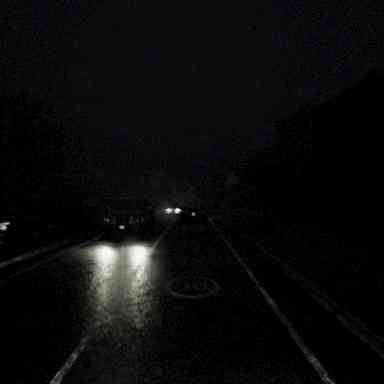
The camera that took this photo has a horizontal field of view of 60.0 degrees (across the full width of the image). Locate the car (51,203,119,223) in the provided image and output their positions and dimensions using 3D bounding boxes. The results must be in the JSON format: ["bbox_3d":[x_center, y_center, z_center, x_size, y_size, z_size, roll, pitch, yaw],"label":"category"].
[{"bbox_3d":[-8.827,1.720,27.756,4.892,1.521,2.231,0,-1,0],"label":"car"}]

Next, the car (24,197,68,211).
[{"bbox_3d":[-21.898,1.778,49.947,5.566,2.045,2.435,0,-1,0],"label":"car"}]

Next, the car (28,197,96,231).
[{"bbox_3d":[-8.861,1.361,19.351,5.566,2.045,2.435,0,-1,0],"label":"car"}]

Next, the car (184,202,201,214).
[{"bbox_3d":[0.097,2.004,43.166,2.033,1.411,5.357,0,-1,0],"label":"car"}]

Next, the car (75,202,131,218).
[{"bbox_3d":[-8.830,1.792,33.362,5.008,1.535,2.097,0,-1,0],"label":"car"}]

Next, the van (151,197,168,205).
[{"bbox_3d":[-8.996,2.492,92.224,4.442,1.987,1.878,0,-1,0],"label":"van"}]

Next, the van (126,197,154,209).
[{"bbox_3d":[-8.735,1.897,55.786,4.442,1.987,1.878,0,-1,0],"label":"van"}]

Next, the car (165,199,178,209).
[{"bbox_3d":[-3.261,2.306,59.174,1.895,1.301,4.718,0,-1,1],"label":"car"}]

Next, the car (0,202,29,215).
[{"bbox_3d":[-21.948,1.895,38.806,4.792,1.488,2.163,0,-1,0],"label":"car"}]

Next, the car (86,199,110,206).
[{"bbox_3d":[-21.954,2.485,77.824,4.892,1.521,2.231,0,-1,0],"label":"car"}]

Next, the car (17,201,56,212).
[{"bbox_3d":[-21.922,2.023,47.035,4.674,1.452,2.002,0,-1,0],"label":"car"}]

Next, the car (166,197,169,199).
[{"bbox_3d":[-8.840,2.237,78.210,5.566,2.045,2.435,0,-1,0],"label":"car"}]

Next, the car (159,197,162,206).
[{"bbox_3d":[-8.853,2.260,64.191,5.008,1.535,2.097,0,-1,0],"label":"car"}]

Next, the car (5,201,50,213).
[{"bbox_3d":[-21.918,1.944,44.375,5.008,1.535,2.097,0,-1,0],"label":"car"}]

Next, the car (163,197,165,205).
[{"bbox_3d":[-8.833,2.272,72.602,4.553,1.767,2.185,0,-1,0],"label":"car"}]

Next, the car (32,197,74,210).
[{"bbox_3d":[-21.901,1.821,52.609,5.566,2.045,2.435,0,-1,0],"label":"car"}]

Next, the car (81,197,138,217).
[{"bbox_3d":[-8.866,1.578,36.169,5.566,2.045,2.435,0,-1,0],"label":"car"}]

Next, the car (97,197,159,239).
[{"bbox_3d":[-3.339,1.357,18.611,2.150,2.045,5.566,0,-1,0],"label":"car"}]

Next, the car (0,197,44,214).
[{"bbox_3d":[-21.893,1.652,41.593,5.566,2.045,2.435,0,-1,0],"label":"car"}]

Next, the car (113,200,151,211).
[{"bbox_3d":[-9.033,2.028,50.177,5.366,1.575,1.946,0,-1,0],"label":"car"}]

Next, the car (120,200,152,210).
[{"bbox_3d":[-8.879,2.107,52.979,4.792,1.488,2.163,0,-1,0],"label":"car"}]

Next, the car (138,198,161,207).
[{"bbox_3d":[-8.893,2.226,69.799,4.553,1.767,2.185,0,-1,0],"label":"car"}]

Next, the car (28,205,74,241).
[{"bbox_3d":[-8.840,1.580,16.543,4.892,1.521,2.231,0,-1,0],"label":"car"}]

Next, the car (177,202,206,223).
[{"bbox_3d":[0.115,1.757,27.837,2.163,1.488,4.792,0,-1,0],"label":"car"}]

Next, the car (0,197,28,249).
[{"bbox_3d":[-8.868,1.275,10.941,5.566,2.045,2.435,0,-1,0],"label":"car"}]

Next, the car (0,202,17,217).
[{"bbox_3d":[-21.887,1.858,36.021,4.792,1.488,2.163,0,-1,0],"label":"car"}]

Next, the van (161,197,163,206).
[{"bbox_3d":[-8.744,2.080,66.998,4.442,1.987,1.878,0,-1,0],"label":"van"}]

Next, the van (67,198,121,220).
[{"bbox_3d":[-8.950,1.530,30.561,4.442,1.987,1.878,0,-1,0],"label":"van"}]

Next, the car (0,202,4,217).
[{"bbox_3d":[-21.909,1.792,33.237,5.008,1.535,2.097,0,-1,0],"label":"car"}]

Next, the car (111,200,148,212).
[{"bbox_3d":[-8.840,1.987,47.377,5.008,1.535,2.097,0,-1,0],"label":"car"}]

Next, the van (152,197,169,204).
[{"bbox_3d":[-8.998,2.537,95.027,4.442,1.987,1.878,0,-1,0],"label":"van"}]
